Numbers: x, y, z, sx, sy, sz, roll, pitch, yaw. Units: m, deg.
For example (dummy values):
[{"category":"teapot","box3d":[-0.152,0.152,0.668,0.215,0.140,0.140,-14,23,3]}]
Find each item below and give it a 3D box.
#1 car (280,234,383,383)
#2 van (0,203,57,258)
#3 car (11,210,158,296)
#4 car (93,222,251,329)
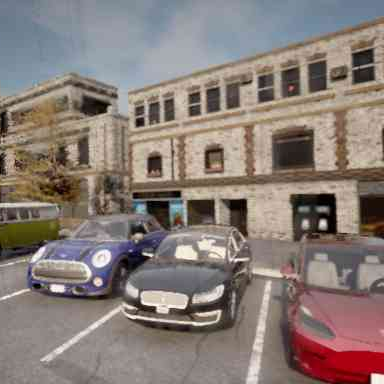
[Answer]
[{"category":"car","box3d":[2.595,1.525,5.565,2.163,1.488,4.792,0,-1,15]},{"category":"van","box3d":[-6.987,1.390,12.289,1.878,1.987,4.442,0,-1,15]},{"category":"car","box3d":[-2.168,1.430,9.028,2.185,1.767,4.553,0,-1,15]},{"category":"car","box3d":[0.213,1.526,7.301,2.231,1.521,4.892,0,-1,15]}]
